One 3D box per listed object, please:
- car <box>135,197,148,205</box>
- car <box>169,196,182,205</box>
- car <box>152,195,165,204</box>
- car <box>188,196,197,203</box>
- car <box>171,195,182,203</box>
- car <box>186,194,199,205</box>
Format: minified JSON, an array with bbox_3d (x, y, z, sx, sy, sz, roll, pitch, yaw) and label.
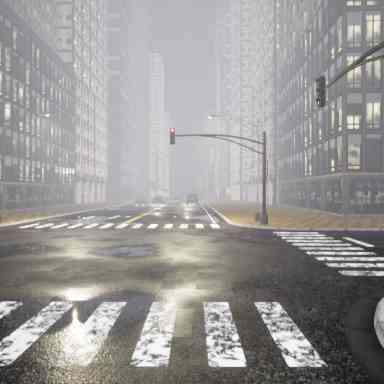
[{"bbox_3d":[-9.653,1.663,64.314,2.033,1.411,5.357,0,0,0],"label":"car"},{"bbox_3d":[-3.159,1.701,60.167,1.895,1.301,4.718,0,0,0],"label":"car"},{"bbox_3d":[-6.403,1.467,64.340,2.097,1.767,4.553,0,0,0],"label":"car"},{"bbox_3d":[0.107,1.540,70.550,1.994,1.385,4.181,0,0,0],"label":"car"},{"bbox_3d":[-3.144,1.494,70.138,2.128,1.511,4.902,0,0,0],"label":"car"},{"bbox_3d":[0.091,1.322,60.163,2.150,2.045,5.566,0,0,0],"label":"car"}]
